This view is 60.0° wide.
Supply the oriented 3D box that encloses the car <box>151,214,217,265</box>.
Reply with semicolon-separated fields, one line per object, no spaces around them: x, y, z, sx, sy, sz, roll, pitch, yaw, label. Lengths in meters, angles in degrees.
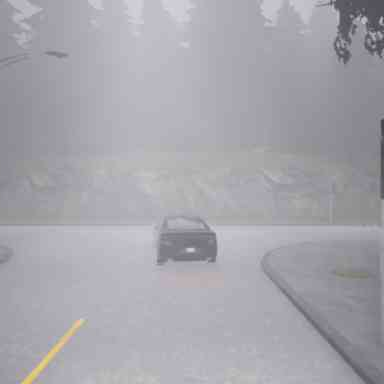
-0.432;1.551;12.179;1.882;1.535;5.008;1;0;-9;car
